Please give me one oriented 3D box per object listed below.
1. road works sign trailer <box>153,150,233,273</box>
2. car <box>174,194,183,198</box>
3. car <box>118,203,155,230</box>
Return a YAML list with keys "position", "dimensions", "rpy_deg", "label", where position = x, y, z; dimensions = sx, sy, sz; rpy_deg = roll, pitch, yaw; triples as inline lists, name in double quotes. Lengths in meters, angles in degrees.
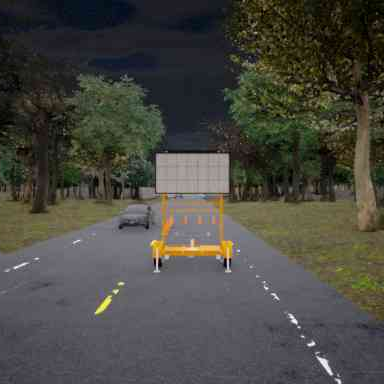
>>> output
- position: [0.020, 0.464, 10.707]
  dimensions: [2.380, 3.560, 2.880]
  rpy_deg: [0, 0, 0]
  label: "road works sign trailer"
- position: [-3.333, 0.990, 85.707]
  dimensions: [2.150, 2.045, 5.566]
  rpy_deg: [0, 0, 0]
  label: "car"
- position: [-3.459, 1.501, 21.444]
  dimensions: [1.837, 1.490, 4.892]
  rpy_deg: [0, 0, 0]
  label: "car"
